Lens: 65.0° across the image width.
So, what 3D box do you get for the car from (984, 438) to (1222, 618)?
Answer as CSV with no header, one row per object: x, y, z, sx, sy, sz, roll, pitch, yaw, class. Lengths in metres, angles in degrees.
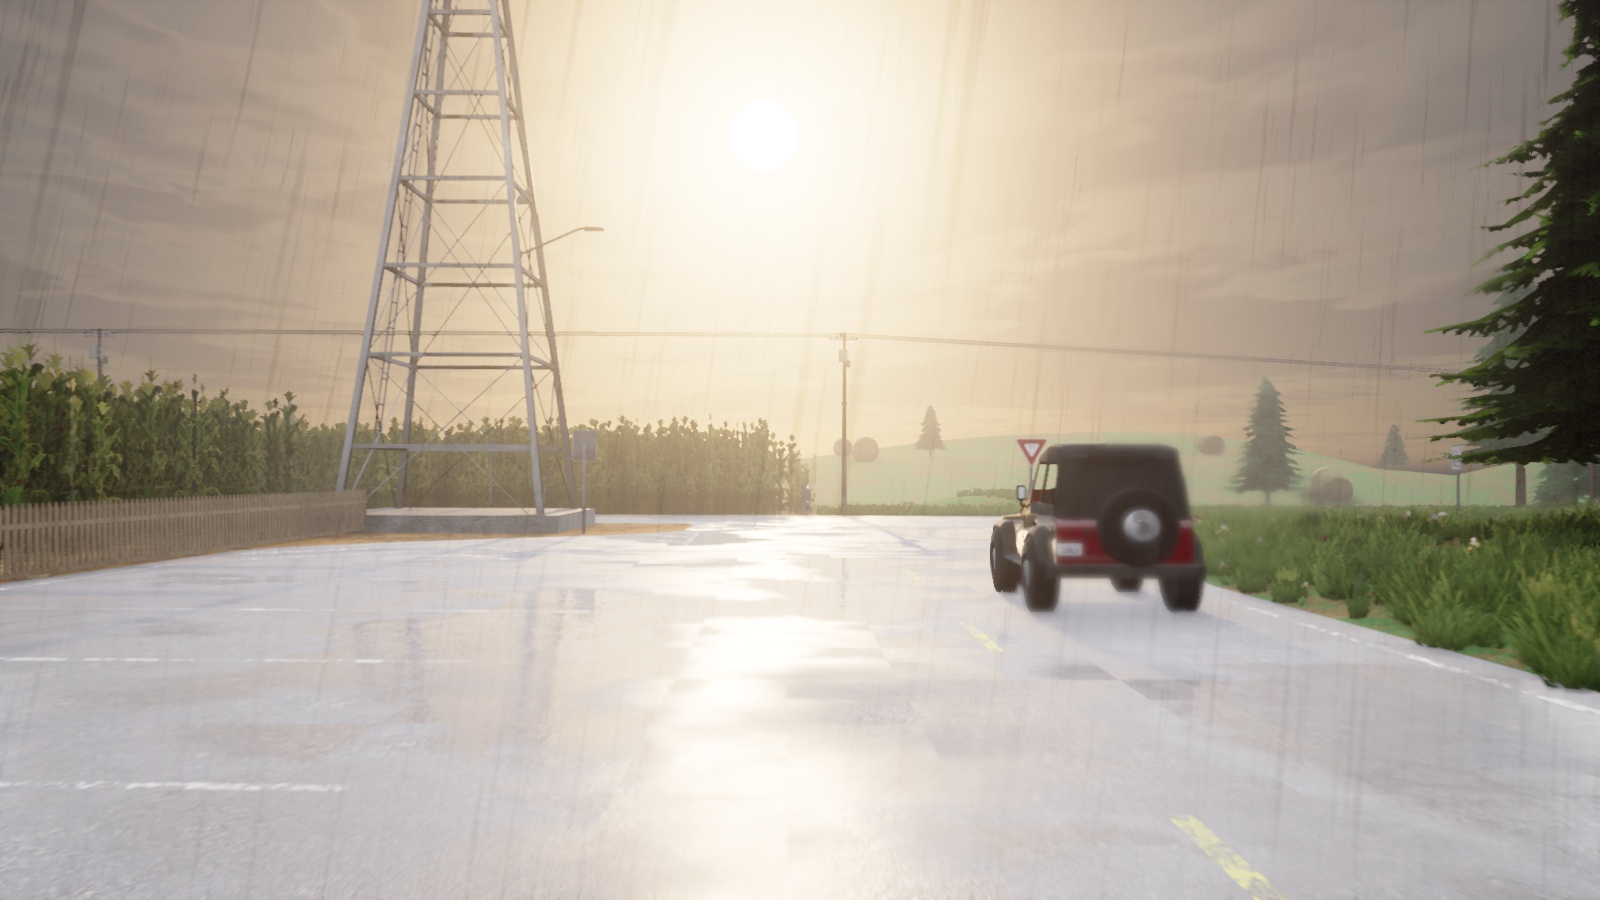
3.462,0.850,15.121,1.905,1.878,3.866,0,-1,0,car
